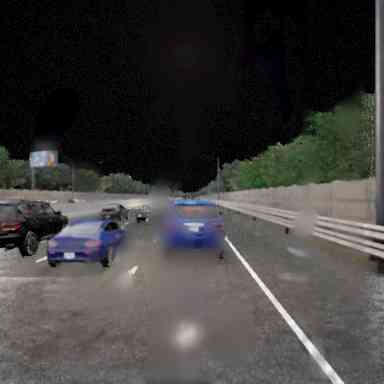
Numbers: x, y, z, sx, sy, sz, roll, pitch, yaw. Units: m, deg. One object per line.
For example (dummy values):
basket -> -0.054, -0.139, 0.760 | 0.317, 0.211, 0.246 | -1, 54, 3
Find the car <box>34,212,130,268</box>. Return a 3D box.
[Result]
car -> -3.425, 1.640, 11.641 | 1.812, 1.442, 4.674 | 0, -1, 0

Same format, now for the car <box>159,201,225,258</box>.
car -> 0.087, 1.355, 13.591 | 2.150, 2.045, 5.566 | 0, -1, 0

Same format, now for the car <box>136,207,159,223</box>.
car -> -3.416, 1.889, 28.048 | 1.895, 1.301, 4.718 | 0, -1, 0

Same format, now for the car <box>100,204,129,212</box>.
car -> -6.911, 1.814, 29.885 | 1.837, 1.490, 4.892 | 0, -1, 0

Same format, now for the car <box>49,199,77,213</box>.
car -> -17.575, 1.844, 45.655 | 2.097, 1.767, 4.553 | 0, -1, 0

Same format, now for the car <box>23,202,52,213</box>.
car -> -21.073, 2.056, 45.504 | 1.994, 1.385, 4.181 | 0, -1, 0

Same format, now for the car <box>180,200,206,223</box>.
car -> 0.087, 1.657, 29.520 | 2.097, 1.767, 4.553 | 0, -1, 0

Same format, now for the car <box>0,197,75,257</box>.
car -> -6.914, 1.356, 13.734 | 2.150, 2.045, 5.566 | 0, -1, 0

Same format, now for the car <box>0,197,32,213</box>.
car -> -24.570, 1.722, 45.988 | 2.150, 2.045, 5.566 | 0, -1, 0
